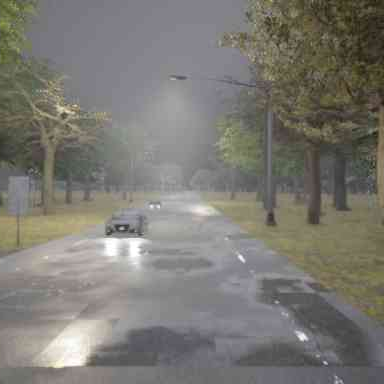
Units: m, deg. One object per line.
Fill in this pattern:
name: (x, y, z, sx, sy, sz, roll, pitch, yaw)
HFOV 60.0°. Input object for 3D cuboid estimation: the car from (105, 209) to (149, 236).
car: (-3.621, 1.703, 19.181, 1.994, 1.385, 4.181, 0, 0, 0)

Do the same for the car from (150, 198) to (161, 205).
car: (-6.634, 1.699, 60.679, 1.994, 1.385, 4.181, 0, 0, -4)
